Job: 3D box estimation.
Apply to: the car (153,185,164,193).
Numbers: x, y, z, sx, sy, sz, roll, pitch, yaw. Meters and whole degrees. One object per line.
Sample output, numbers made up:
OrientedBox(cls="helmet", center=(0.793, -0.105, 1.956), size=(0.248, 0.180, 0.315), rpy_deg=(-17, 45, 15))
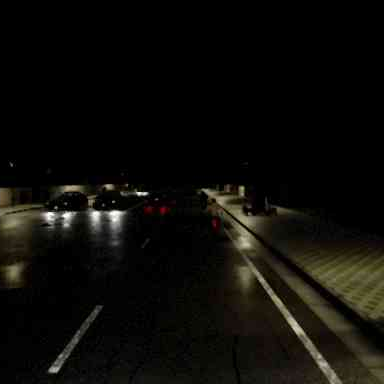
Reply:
OrientedBox(cls="car", center=(-6.869, -0.624, 68.578), size=(1.994, 1.385, 4.181), rpy_deg=(0, 2, 0))

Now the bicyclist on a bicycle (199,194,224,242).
OrientedBox(cls="bicyclist on a bicycle", center=(0.824, 1.027, 12.771), size=(0.866, 1.612, 1.509), rpy_deg=(0, 1, 0))

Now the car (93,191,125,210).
OrientedBox(cls="car", center=(-6.744, 0.646, 27.565), size=(1.812, 1.442, 4.674), rpy_deg=(0, 2, 0))

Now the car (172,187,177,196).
OrientedBox(cls="car", center=(-3.440, -0.165, 53.879), size=(2.033, 1.411, 5.357), rpy_deg=(0, 2, 0))

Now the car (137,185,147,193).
OrientedBox(cls="car", center=(-10.118, -0.652, 68.522), size=(2.128, 1.511, 4.902), rpy_deg=(0, 2, 0))

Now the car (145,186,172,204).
OrientedBox(cls="car", center=(-3.331, 0.452, 33.699), size=(1.812, 1.442, 4.674), rpy_deg=(0, 2, 0))

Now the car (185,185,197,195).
OrientedBox(cls="car", center=(-0.219, -0.245, 57.022), size=(1.994, 1.385, 4.181), rpy_deg=(0, 2, 0))

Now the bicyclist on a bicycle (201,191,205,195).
OrientedBox(cls="bicyclist on a bicycle", center=(0.777, 0.750, 22.014), size=(0.582, 1.620, 1.656), rpy_deg=(0, 2, 0))

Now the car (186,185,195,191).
OrientedBox(cls="car", center=(-0.429, -0.965, 79.866), size=(2.033, 1.411, 5.357), rpy_deg=(0, 2, 0))

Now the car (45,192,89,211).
OrientedBox(cls="car", center=(-9.995, 0.683, 27.077), size=(2.033, 1.411, 5.357), rpy_deg=(0, 2, 0))
